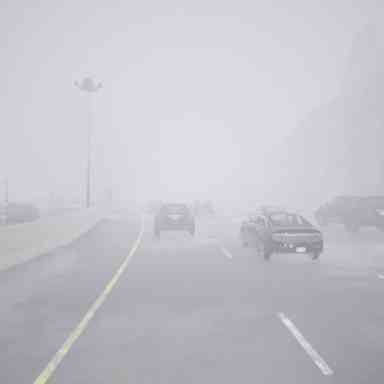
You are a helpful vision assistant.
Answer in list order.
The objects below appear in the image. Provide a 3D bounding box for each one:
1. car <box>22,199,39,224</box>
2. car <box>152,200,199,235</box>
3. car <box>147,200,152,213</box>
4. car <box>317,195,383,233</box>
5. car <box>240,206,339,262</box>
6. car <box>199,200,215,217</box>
[{"bbox_3d":[-12.487,1.521,24.035,2.128,1.511,4.902,0,0,-9],"label":"car"},{"bbox_3d":[-1.077,1.356,18.945,2.097,1.767,4.553,0,0,-6],"label":"car"},{"bbox_3d":[-4.054,1.559,37.740,2.033,1.411,5.357,0,0,-12],"label":"car"},{"bbox_3d":[9.440,1.201,19.603,2.150,2.045,5.566,0,0,-6],"label":"car"},{"bbox_3d":[3.045,1.485,12.201,2.128,1.511,4.902,0,0,-4],"label":"car"},{"bbox_3d":[0.803,1.492,30.808,2.128,1.511,4.902,0,0,-9],"label":"car"}]
